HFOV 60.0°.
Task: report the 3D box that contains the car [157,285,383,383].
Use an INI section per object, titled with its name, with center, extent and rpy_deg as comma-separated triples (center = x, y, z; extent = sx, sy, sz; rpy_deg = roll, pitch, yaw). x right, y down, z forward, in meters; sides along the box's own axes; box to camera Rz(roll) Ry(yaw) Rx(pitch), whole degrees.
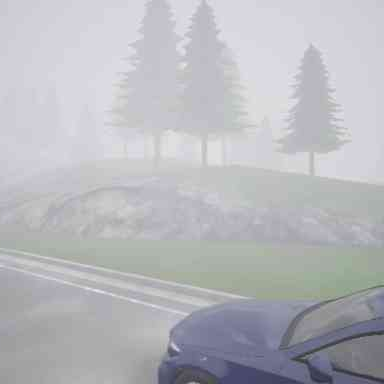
[car]
center = 1.848, 1.526, 2.675
extent = 4.674, 1.442, 1.812
rpy_deg = 0, 0, 36
